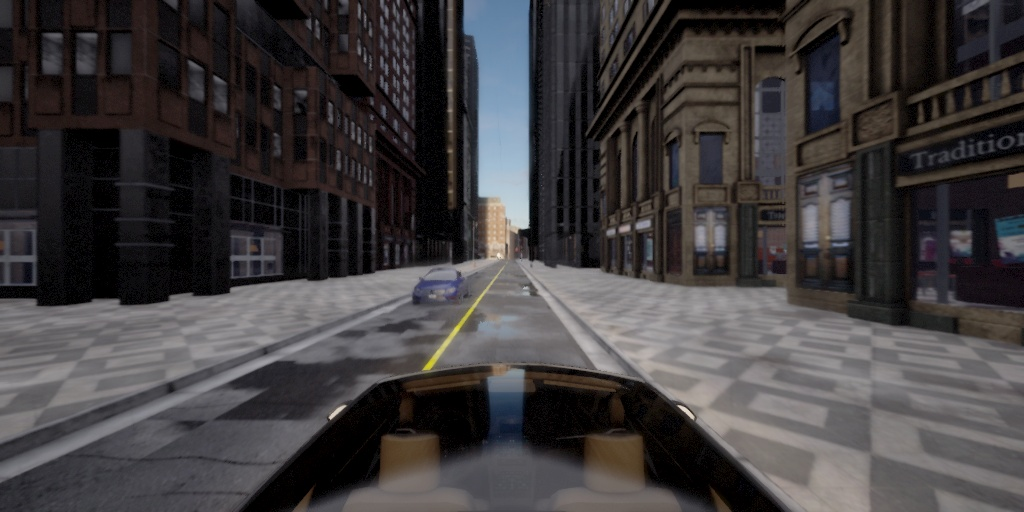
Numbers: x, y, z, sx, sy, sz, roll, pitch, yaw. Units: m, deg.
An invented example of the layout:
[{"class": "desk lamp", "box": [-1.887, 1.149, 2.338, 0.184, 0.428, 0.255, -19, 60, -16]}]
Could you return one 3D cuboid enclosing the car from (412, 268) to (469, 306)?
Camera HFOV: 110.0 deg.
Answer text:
[{"class": "car", "box": [-2.998, 1.265, 15.814, 1.812, 1.442, 4.674, 0, 0, 0]}]
